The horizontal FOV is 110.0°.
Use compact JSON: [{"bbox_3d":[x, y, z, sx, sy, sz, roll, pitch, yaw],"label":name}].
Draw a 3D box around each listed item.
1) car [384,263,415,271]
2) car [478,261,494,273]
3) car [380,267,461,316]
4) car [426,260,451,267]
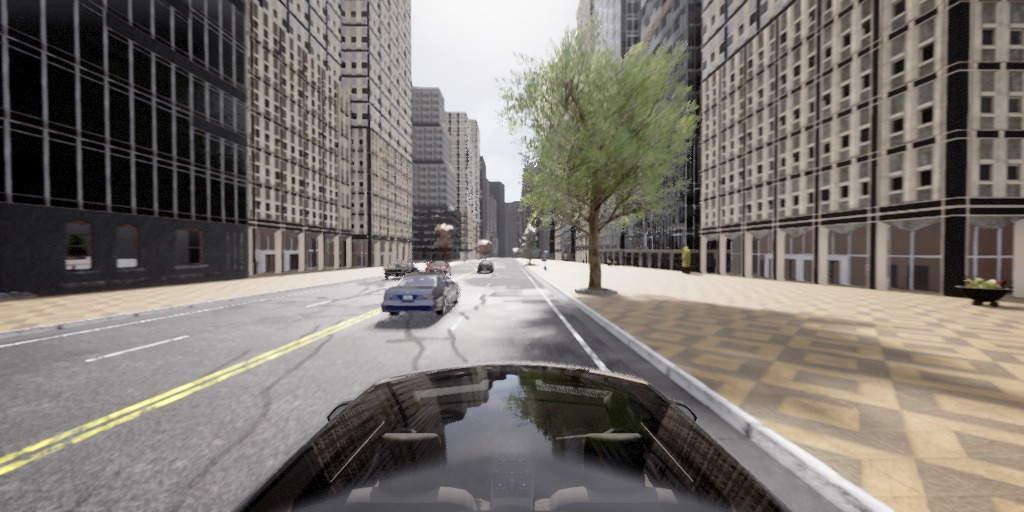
[{"bbox_3d":[-9.772,1.280,31.833,1.895,1.301,4.718,0,0,0],"label":"car"},{"bbox_3d":[-3.178,1.283,43.993,1.812,1.442,4.674,0,0,0],"label":"car"},{"bbox_3d":[-3.160,1.303,13.368,2.033,1.411,5.357,0,0,0],"label":"car"},{"bbox_3d":[-6.522,1.092,31.863,1.812,1.442,4.674,0,0,0],"label":"car"}]
